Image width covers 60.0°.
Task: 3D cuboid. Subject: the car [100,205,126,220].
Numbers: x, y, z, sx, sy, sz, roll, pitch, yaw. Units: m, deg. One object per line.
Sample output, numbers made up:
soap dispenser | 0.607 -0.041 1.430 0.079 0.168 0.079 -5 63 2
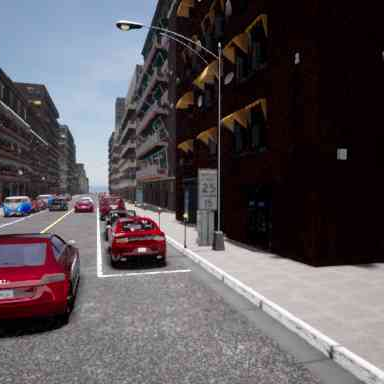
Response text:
car | -3.521 1.562 16.907 1.947 1.339 4.313 -1 0 -16

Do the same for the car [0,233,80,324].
car | -3.507 1.561 7.091 1.994 1.385 4.181 0 0 -16

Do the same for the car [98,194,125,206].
car | -6.631 1.308 27.798 2.192 1.841 5.009 -1 0 -16

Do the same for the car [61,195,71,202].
car | -30.236 1.428 79.995 1.967 1.590 4.097 -1 0 -16

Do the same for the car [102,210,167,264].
car | -2.061 1.542 11.789 1.887 1.381 4.507 -1 0 -16

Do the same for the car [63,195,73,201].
car | -31.788 1.556 85.443 1.947 1.339 4.313 -1 0 -16

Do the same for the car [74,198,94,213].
car | -12.073 1.554 37.328 1.994 1.385 4.181 0 0 -15

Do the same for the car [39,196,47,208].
car | -19.328 1.567 41.877 1.802 1.307 4.206 -1 0 -16

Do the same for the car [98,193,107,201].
car | -23.724 1.311 87.710 2.192 1.841 5.009 -1 0 -16

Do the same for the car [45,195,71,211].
car | -16.049 1.492 40.118 1.837 1.490 4.892 0 0 -16

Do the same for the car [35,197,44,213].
car | -17.771 1.567 36.432 1.802 1.307 4.206 -1 0 -16

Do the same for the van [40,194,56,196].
van | -20.896 1.326 47.321 1.690 1.788 3.998 -1 0 -16

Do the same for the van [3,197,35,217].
van | -16.220 1.327 30.985 1.690 1.788 3.998 -1 0 -16

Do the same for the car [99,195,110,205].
car | -15.953 1.432 60.479 1.967 1.590 4.097 -1 0 -16

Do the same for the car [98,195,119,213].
car | -9.739 1.307 38.692 2.192 1.841 5.009 -1 0 -16

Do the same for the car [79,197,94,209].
car | -14.884 1.515 46.986 1.812 1.442 4.674 0 0 -16
